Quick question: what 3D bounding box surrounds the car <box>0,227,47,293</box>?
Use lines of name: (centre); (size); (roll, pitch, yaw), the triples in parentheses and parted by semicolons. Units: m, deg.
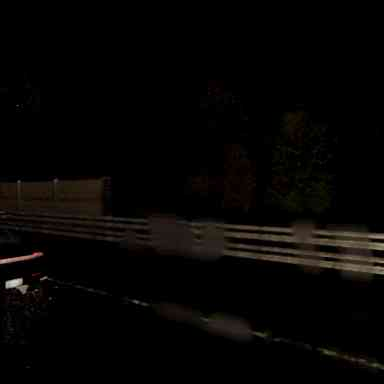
car: (-5.322, 1.509, 7.669); (4.902, 1.511, 2.128); (0, 0, 35)
